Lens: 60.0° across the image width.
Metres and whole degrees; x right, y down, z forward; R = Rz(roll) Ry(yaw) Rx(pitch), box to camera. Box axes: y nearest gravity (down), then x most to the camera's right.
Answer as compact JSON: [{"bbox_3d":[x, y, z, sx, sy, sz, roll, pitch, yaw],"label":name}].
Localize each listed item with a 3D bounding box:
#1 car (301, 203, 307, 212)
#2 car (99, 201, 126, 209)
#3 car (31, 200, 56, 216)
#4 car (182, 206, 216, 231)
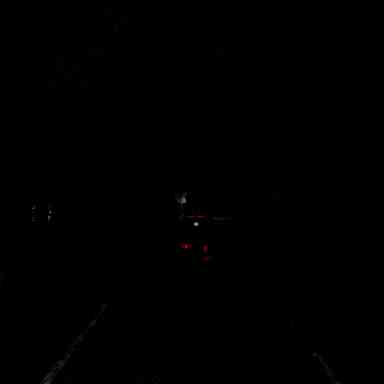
[{"bbox_3d":[14.511,1.983,40.194,1.895,1.301,4.718,0,-1,10],"label":"car"},{"bbox_3d":[-12.853,2.074,53.858,4.181,1.385,1.994,1,-1,-42],"label":"car"},{"bbox_3d":[-16.335,1.700,36.743,2.097,1.767,4.553,0,-1,-17],"label":"car"},{"bbox_3d":[0.502,1.701,22.046,2.128,1.511,4.902,0,-1,6],"label":"car"}]
